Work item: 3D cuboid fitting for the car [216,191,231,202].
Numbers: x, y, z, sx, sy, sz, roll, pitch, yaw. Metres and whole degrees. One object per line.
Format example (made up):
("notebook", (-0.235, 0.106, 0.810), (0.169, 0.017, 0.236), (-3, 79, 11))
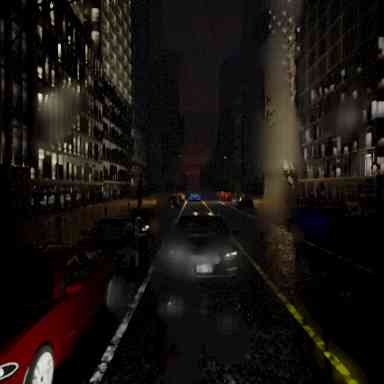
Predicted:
("car", (6.165, 0.815, 61.619), (2.192, 1.841, 5.009), (-1, 0, 0))

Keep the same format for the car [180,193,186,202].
("car", (-2.236, 1.174, 50.272), (1.802, 1.307, 4.206), (-1, 0, 0))

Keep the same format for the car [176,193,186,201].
("car", (-2.201, 0.980, 67.152), (1.752, 1.417, 4.829), (-1, 0, 0))

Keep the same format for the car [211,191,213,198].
("car", (6.202, 0.801, 78.671), (1.967, 1.590, 4.097), (-1, 0, 0))

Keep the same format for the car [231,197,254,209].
("car", (6.121, 1.236, 38.887), (2.008, 1.369, 4.403), (-1, 0, 0))

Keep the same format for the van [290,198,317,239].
("van", (6.072, 1.210, 16.152), (1.690, 1.788, 3.998), (-1, 0, 0))

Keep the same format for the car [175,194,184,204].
("car", (-2.259, 1.235, 38.904), (2.008, 1.369, 4.403), (-1, 0, 0))

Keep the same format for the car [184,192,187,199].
("car", (-2.225, 0.986, 55.954), (1.967, 1.590, 4.097), (-1, 0, 0))

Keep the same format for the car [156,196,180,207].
("car", (-2.283, 1.328, 27.538), (2.008, 1.369, 4.403), (-1, 0, 0))

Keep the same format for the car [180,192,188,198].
("car", (-2.154, 0.817, 90.056), (2.008, 1.369, 4.403), (-1, 0, 0))

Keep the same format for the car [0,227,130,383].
("car", (-2.330, 1.505, 4.804), (1.887, 1.381, 4.507), (-1, 0, 0))

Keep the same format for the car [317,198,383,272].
("car", (6.060, 1.230, 10.468), (2.192, 1.841, 5.009), (-1, 0, 0))

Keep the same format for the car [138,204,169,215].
("car", (-2.306, 1.450, 16.171), (1.802, 1.307, 4.206), (-1, 0, 0))

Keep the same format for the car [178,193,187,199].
("car", (-2.178, 0.926, 78.689), (1.947, 1.339, 4.313), (-1, 0, 0))

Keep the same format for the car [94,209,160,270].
("car", (-2.319, 1.465, 10.487), (2.008, 1.369, 4.403), (-1, 0, 0))

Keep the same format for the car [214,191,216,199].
("car", (6.177, 0.769, 67.303), (2.192, 1.841, 5.009), (-1, 0, 0))

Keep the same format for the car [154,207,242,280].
("car", (0.277, 1.411, 9.804), (2.128, 1.511, 4.902), (0, 1, 0))

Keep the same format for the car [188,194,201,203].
("car", (0.472, 1.031, 55.102), (1.882, 1.535, 5.008), (0, 0, 0))
